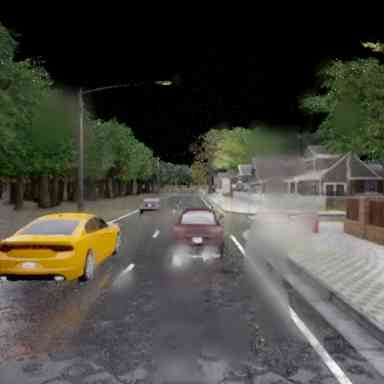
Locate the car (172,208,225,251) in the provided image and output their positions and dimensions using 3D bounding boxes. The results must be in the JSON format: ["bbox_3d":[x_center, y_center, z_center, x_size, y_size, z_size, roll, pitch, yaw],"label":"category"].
[{"bbox_3d":[0.272,1.325,12.933,1.812,1.442,4.674,0,1,2],"label":"car"}]

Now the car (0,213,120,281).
[{"bbox_3d":[-3.369,1.333,9.372,1.882,1.535,5.008,0,1,0],"label":"car"}]

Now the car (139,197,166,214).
[{"bbox_3d":[-3.294,1.093,28.503,2.033,1.411,5.357,0,1,0],"label":"car"}]
